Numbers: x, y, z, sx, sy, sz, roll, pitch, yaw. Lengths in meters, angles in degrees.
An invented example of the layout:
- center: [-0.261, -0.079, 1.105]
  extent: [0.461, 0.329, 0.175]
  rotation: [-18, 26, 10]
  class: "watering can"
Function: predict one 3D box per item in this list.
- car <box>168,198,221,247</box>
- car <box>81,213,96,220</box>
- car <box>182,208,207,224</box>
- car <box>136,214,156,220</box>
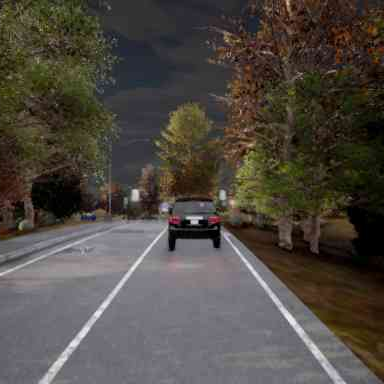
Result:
- center: [0.104, 1.297, 15.429]
  extent: [2.150, 2.045, 5.566]
  rotation: [0, -1, 0]
  class: "car"
- center: [-19.532, 4.735, 62.898]
  extent: [1.882, 1.535, 5.008]
  rotation: [0, -5, -3]
  class: "car"
- center: [0.340, 2.284, 32.015]
  extent: [2.033, 1.411, 5.357]
  rotation: [0, -4, 4]
  class: "car"
- center: [-10.860, 5.917, 78.481]
  extent: [4.674, 1.442, 1.812]
  rotation: [3, -5, -29]
  class: "car"
